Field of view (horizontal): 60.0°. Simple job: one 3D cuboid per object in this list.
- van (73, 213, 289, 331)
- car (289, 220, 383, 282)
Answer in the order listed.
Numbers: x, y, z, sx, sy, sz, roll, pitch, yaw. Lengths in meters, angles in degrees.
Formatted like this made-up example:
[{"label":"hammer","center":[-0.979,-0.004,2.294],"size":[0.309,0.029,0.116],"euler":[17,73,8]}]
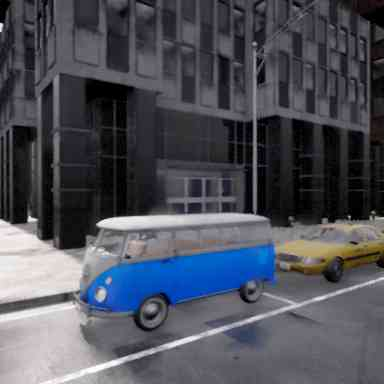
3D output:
[{"label":"van","center":[-0.123,1.343,6.566],"size":[3.998,1.788,1.690],"euler":[0,0,-36]},{"label":"car","center":[4.298,1.529,9.723],"size":[4.829,1.417,1.752],"euler":[0,0,-36]}]
